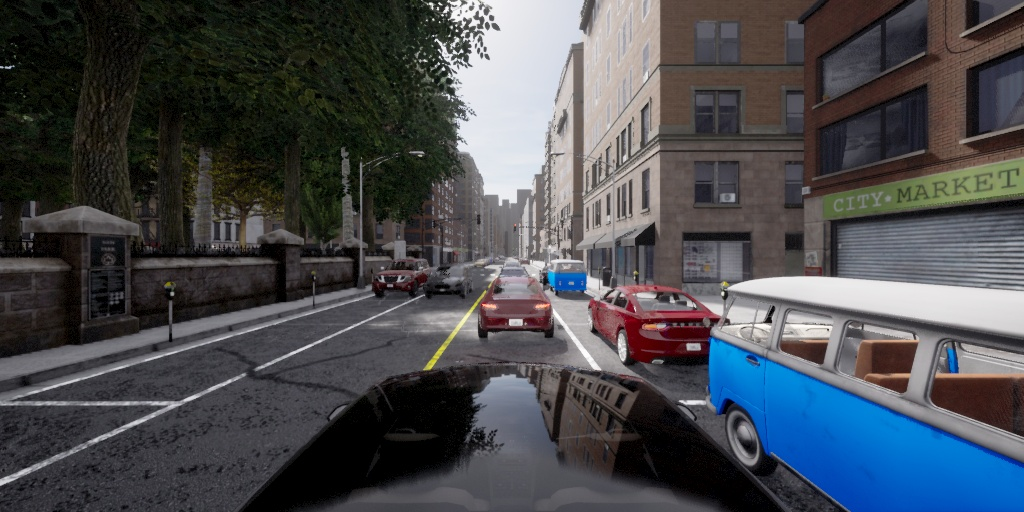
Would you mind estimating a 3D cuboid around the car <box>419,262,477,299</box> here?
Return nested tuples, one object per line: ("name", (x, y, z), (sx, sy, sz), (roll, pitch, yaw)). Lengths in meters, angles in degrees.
("car", (-3.071, 1.250, 18.266), (1.837, 1.490, 4.892), (0, 0, 0))

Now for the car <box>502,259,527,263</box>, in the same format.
("car", (0.024, 1.242, 29.396), (1.837, 1.490, 4.892), (0, 0, 0))

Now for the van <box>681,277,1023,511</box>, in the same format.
("van", (2.857, 1.091, 2.209), (1.690, 1.789, 3.998), (0, 0, 0))

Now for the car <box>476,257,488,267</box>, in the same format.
("car", (-5.624, 1.229, 62.676), (1.751, 1.417, 4.829), (0, 0, 0))

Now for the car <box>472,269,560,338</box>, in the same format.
("car", (0.101, 1.274, 10.073), (1.812, 1.442, 4.674), (0, 0, 0))

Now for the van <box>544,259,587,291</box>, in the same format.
("van", (2.869, 1.086, 19.191), (1.690, 1.789, 3.998), (0, 0, 0))

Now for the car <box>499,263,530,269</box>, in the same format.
("car", (0.110, 1.292, 19.652), (2.033, 1.411, 5.357), (0, 0, 1))

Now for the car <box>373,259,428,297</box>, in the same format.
("car", (-5.655, 1.060, 19.157), (2.192, 1.841, 5.009), (0, 0, 0))

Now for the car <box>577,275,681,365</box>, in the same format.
("car", (2.861, 1.294, 7.870), (1.888, 1.381, 4.507), (0, 0, 0))
